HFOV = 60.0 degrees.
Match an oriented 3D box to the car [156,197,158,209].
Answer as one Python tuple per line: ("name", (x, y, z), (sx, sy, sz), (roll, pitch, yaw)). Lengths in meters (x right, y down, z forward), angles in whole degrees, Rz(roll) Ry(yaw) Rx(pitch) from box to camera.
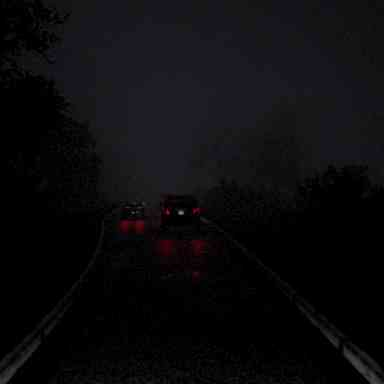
("car", (-3.152, 1.134, 40.951), (2.150, 2.045, 5.566), (0, 0, -9))

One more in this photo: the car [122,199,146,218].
("car", (-5.027, 1.429, 28.826), (2.128, 1.511, 4.902), (0, 0, -8))

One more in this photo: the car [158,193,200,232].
("car", (-0.758, 1.178, 19.970), (2.150, 2.045, 5.566), (0, 0, -4))

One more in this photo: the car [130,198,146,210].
("car", (-6.968, 1.505, 42.902), (1.895, 1.301, 4.718), (0, 0, -9))
